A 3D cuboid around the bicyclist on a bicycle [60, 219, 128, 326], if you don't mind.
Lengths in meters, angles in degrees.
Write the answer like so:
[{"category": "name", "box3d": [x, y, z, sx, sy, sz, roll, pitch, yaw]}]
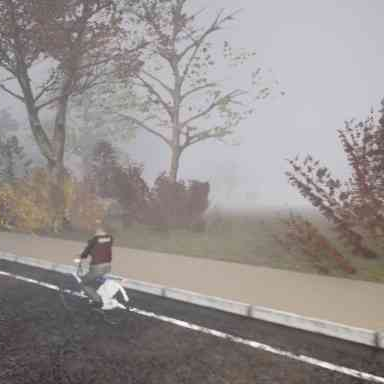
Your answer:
[{"category": "bicyclist on a bicycle", "box3d": [-1.803, 1.363, 5.894, 1.843, 1.776, 0.659, 0, 0, 35]}]
